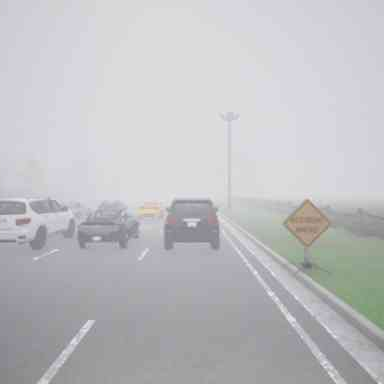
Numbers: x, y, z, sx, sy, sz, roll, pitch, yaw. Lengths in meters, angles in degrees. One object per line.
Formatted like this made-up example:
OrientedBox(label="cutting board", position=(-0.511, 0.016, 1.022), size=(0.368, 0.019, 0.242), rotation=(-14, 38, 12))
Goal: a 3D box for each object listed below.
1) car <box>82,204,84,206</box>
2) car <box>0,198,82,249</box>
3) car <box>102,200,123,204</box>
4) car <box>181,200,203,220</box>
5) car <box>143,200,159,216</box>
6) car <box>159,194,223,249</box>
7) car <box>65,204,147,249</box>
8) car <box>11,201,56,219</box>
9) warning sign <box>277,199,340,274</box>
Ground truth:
OrientedBox(label="car", position=(-10.500, 1.616, 29.680), size=(1.895, 1.301, 4.718), rotation=(0, 0, 0))
OrientedBox(label="car", position=(-7.000, 1.257, 14.680), size=(2.150, 2.045, 5.566), rotation=(0, 0, 0))
OrientedBox(label="car", position=(-7.000, 1.495, 29.650), size=(2.128, 1.511, 4.902), rotation=(0, 0, 0))
OrientedBox(label="car", position=(0.000, 1.516, 29.650), size=(1.837, 1.490, 4.892), rotation=(0, 0, 0))
OrientedBox(label="car", position=(-3.500, 1.484, 29.650), size=(1.882, 1.535, 5.008), rotation=(0, 0, 0))
OrientedBox(label="car", position=(0.000, 1.257, 14.680), size=(2.150, 2.045, 5.566), rotation=(0, 0, 0))
OrientedBox(label="car", position=(-3.500, 1.494, 14.650), size=(2.128, 1.511, 4.902), rotation=(0, 0, 0))
OrientedBox(label="car", position=(-14.000, 1.572, 29.650), size=(1.994, 1.385, 4.181), rotation=(0, 0, 0))
OrientedBox(label="warning sign", position=(3.050, 1.114, 8.834), size=(1.300, 1.860, 1.060), rotation=(0, 0, 0))
